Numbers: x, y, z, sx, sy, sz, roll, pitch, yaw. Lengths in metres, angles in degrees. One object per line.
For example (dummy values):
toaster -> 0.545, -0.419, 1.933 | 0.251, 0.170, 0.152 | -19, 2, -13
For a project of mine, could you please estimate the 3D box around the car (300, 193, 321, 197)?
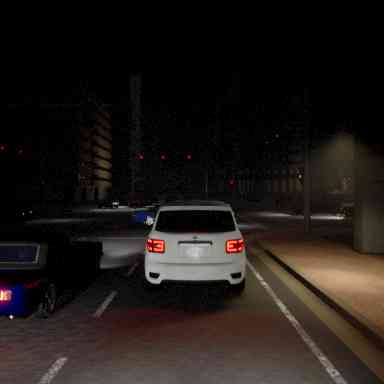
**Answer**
car -> 16.136, 1.156, 47.027 | 1.905, 1.878, 3.866 | 0, 0, 0

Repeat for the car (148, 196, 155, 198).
car -> -7.935, 1.505, 57.032 | 1.837, 1.490, 4.892 | 0, 0, 0

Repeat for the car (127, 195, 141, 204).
car -> -11.420, 1.478, 65.740 | 1.882, 1.535, 5.008 | 0, 0, 0

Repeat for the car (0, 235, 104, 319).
car -> -3.419, 1.601, 7.304 | 1.895, 1.301, 4.718 | 0, 0, 1

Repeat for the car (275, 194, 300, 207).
car -> 13.242, 1.153, 47.078 | 1.932, 1.855, 4.605 | 0, 0, 0

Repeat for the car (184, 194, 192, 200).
car -> -0.979, 1.304, 85.781 | 1.882, 1.535, 5.008 | 0, 0, 0

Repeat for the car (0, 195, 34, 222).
car -> -15.432, 1.222, 25.902 | 5.566, 2.045, 2.150 | 0, 0, -7

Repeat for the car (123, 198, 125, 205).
car -> -11.432, 1.601, 55.254 | 1.895, 1.301, 4.718 | 0, 0, 0

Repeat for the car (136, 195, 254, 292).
car -> 0.094, 1.221, 9.055 | 2.150, 2.045, 5.566 | 0, 0, 1

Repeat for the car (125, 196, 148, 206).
car -> -7.906, 1.478, 47.761 | 1.882, 1.535, 5.008 | 0, 0, 0

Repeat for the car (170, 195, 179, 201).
car -> -4.474, 1.553, 84.583 | 1.994, 1.385, 4.181 | 0, 0, 0

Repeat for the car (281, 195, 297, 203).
car -> 18.826, 1.395, 64.496 | 1.970, 1.475, 3.806 | 0, 0, 0

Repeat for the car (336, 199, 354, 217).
car -> 15.453, 1.564, 29.314 | 4.181, 1.385, 1.994 | 0, 0, 1

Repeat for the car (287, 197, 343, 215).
car -> 12.298, 1.505, 32.849 | 4.892, 1.490, 1.837 | 0, 0, 0

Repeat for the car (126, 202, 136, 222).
car -> -1.358, 1.547, 22.164 | 5.357, 1.411, 2.033 | 0, 0, -1

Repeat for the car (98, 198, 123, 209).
car -> -11.401, 1.547, 45.662 | 2.033, 1.411, 5.357 | 0, 0, 0

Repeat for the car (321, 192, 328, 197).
car -> 30.159, 1.153, 79.658 | 1.932, 1.855, 4.605 | 0, 0, 0

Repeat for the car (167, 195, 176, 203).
car -> -4.404, 1.501, 72.175 | 1.837, 1.490, 4.892 | 0, 0, 0

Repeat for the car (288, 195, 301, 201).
car -> 24.580, 1.395, 79.603 | 1.970, 1.475, 3.806 | 0, 0, 0
